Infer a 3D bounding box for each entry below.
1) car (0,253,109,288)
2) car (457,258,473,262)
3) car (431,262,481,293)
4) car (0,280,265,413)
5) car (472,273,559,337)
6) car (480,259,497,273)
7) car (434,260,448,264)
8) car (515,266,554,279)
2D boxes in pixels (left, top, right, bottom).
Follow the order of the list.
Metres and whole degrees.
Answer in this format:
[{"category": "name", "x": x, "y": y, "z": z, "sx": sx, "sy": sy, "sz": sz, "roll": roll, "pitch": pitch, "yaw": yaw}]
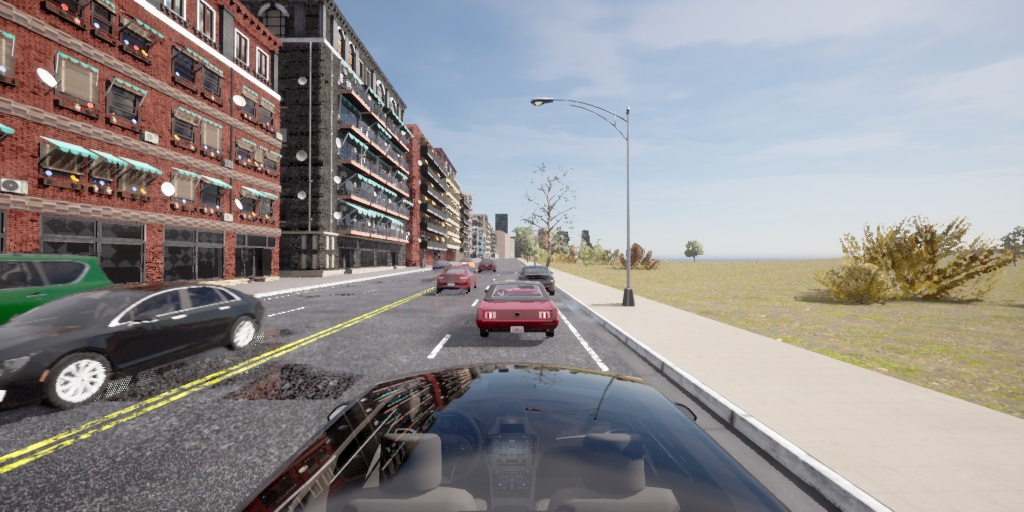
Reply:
[{"category": "car", "x": -9.834, "y": 0.972, "z": 5.637, "sx": 2.150, "sy": 2.045, "sz": 5.566, "roll": 0, "pitch": 0, "yaw": 0}, {"category": "car", "x": -6.383, "y": 1.103, "z": 49.475, "sx": 2.097, "sy": 1.767, "sz": 4.553, "roll": 0, "pitch": 0, "yaw": 0}, {"category": "car", "x": -3.068, "y": 1.278, "z": 20.421, "sx": 1.812, "sy": 1.442, "sz": 4.674, "roll": 0, "pitch": 0, "yaw": 0}, {"category": "car", "x": -6.583, "y": 1.255, "z": 6.213, "sx": 1.837, "sy": 1.490, "sz": 4.892, "roll": 0, "pitch": 0, "yaw": 0}, {"category": "car", "x": 0.136, "y": 1.352, "z": 10.224, "sx": 1.895, "sy": 1.301, "sz": 4.718, "roll": 0, "pitch": 0, "yaw": 0}, {"category": "car", "x": -2.956, "y": 1.106, "z": 44.333, "sx": 2.097, "sy": 1.767, "sz": 4.553, "roll": 0, "pitch": 0, "yaw": 0}, {"category": "car", "x": -9.636, "y": 1.298, "z": 49.295, "sx": 2.033, "sy": 1.411, "sz": 5.357, "roll": 0, "pitch": 0, "yaw": 0}, {"category": "car", "x": 1.215, "y": 1.257, "z": 19.424, "sx": 1.837, "sy": 1.490, "sz": 4.892, "roll": 0, "pitch": 0, "yaw": 0}]
